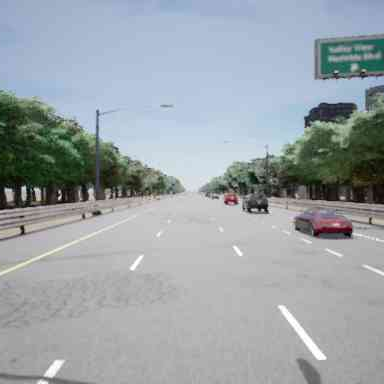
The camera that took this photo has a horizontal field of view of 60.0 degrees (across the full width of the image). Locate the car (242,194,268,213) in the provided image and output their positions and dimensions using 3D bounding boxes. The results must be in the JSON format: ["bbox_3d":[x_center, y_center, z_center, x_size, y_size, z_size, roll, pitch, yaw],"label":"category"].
[{"bbox_3d":[7.001,1.218,37.181,2.150,2.045,5.566,0,0,0],"label":"car"}]

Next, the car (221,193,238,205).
[{"bbox_3d":[7.005,1.222,60.658,2.150,2.045,5.566,0,0,0],"label":"car"}]

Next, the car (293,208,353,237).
[{"bbox_3d":[6.999,1.564,18.181,1.994,1.385,4.181,0,0,0],"label":"car"}]
